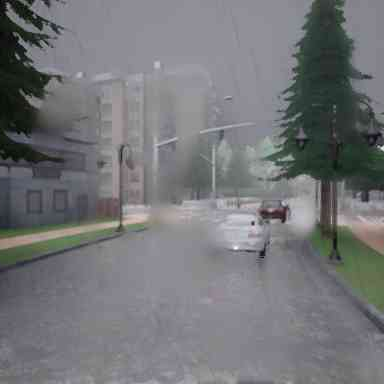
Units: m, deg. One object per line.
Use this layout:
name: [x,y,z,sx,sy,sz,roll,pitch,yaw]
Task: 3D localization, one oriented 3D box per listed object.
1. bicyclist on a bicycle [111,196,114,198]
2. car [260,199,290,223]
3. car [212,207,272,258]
bicyclist on a bicycle: [-11.038,1.339,46.282,0.582,1.620,1.656,0,0,24]
car: [6.443,1.364,25.998,2.097,1.767,4.553,0,0,21]
car: [1.997,1.529,12.875,1.812,1.442,4.674,0,0,15]
